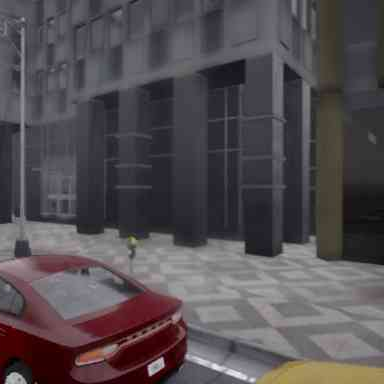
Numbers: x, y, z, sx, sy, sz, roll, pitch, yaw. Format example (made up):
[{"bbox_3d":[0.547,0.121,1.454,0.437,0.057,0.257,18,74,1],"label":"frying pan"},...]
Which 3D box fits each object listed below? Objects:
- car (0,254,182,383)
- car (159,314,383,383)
[{"bbox_3d":[-2.162,1.538,4.502,4.507,1.381,1.887,0,0,35],"label":"car"},{"bbox_3d":[2.293,1.527,1.326,4.829,1.417,1.752,0,0,35],"label":"car"}]
